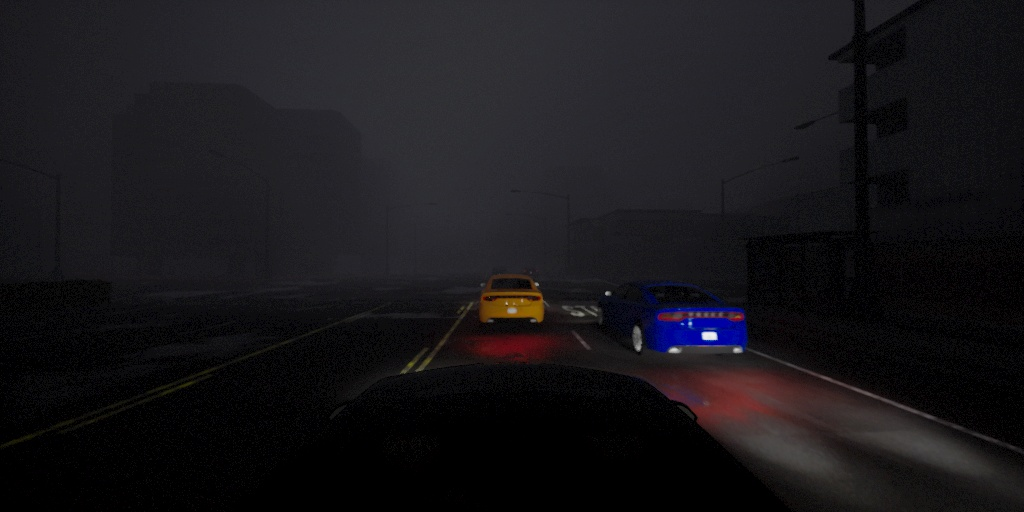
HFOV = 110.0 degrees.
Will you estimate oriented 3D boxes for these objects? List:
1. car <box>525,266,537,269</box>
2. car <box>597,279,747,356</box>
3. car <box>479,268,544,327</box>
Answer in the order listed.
[{"bbox_3d":[2.035,1.907,42.989,1.994,1.385,4.181,0,-1,-4],"label":"car"},{"bbox_3d":[3.514,1.315,8.905,1.882,1.535,5.008,0,-1,-1],"label":"car"},{"bbox_3d":[-0.062,1.355,12.190,1.882,1.535,5.008,0,-1,-1],"label":"car"}]
